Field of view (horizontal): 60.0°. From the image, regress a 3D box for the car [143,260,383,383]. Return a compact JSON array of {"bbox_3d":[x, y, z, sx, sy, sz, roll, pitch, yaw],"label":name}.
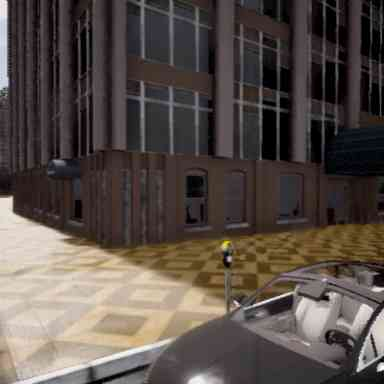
[{"bbox_3d":[1.596,1.522,3.559,4.403,1.369,2.008,0,0,-34],"label":"car"}]
